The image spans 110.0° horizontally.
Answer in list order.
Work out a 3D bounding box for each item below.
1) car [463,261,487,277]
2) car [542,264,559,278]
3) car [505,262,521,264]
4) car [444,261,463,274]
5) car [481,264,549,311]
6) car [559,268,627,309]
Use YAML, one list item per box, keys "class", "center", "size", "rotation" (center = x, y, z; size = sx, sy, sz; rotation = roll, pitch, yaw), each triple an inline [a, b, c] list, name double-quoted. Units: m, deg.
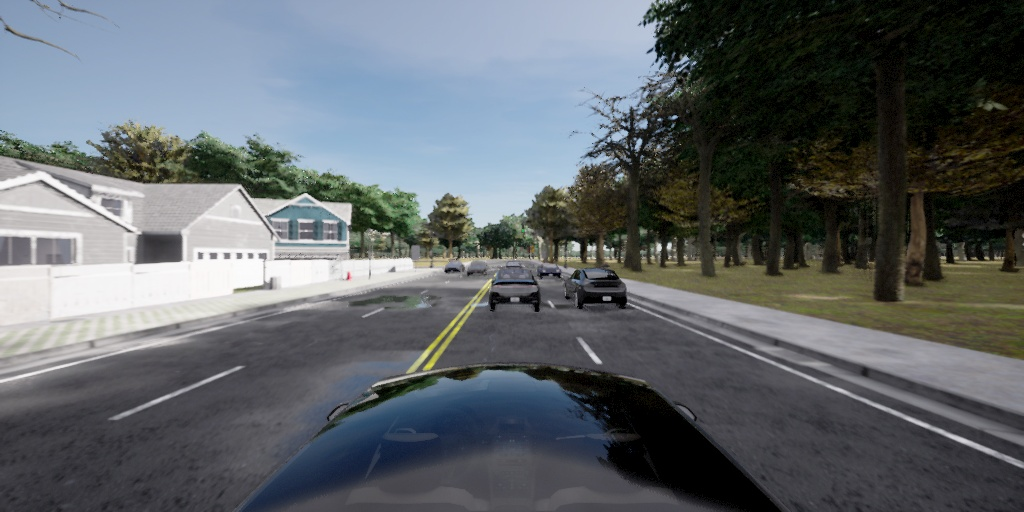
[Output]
- class: "car"
  center: [-3.346, 1.251, 35.326]
  size: [1.837, 1.490, 4.892]
  rotation: [0, -1, 0]
- class: "car"
  center: [3.340, 1.346, 32.932]
  size: [1.895, 1.301, 4.718]
  rotation: [0, 0, 0]
- class: "car"
  center: [0.091, 1.236, 32.412]
  size: [2.128, 1.511, 4.902]
  rotation: [0, 0, 0]
- class: "car"
  center: [-6.566, 1.289, 41.821]
  size: [2.033, 1.411, 5.357]
  rotation: [0, 0, 0]
- class: "car"
  center: [0.098, 1.241, 14.421]
  size: [2.128, 1.511, 4.902]
  rotation: [0, 0, 0]
- class: "car"
  center: [3.348, 1.254, 15.056]
  size: [1.837, 1.490, 4.892]
  rotation: [0, 0, 0]
